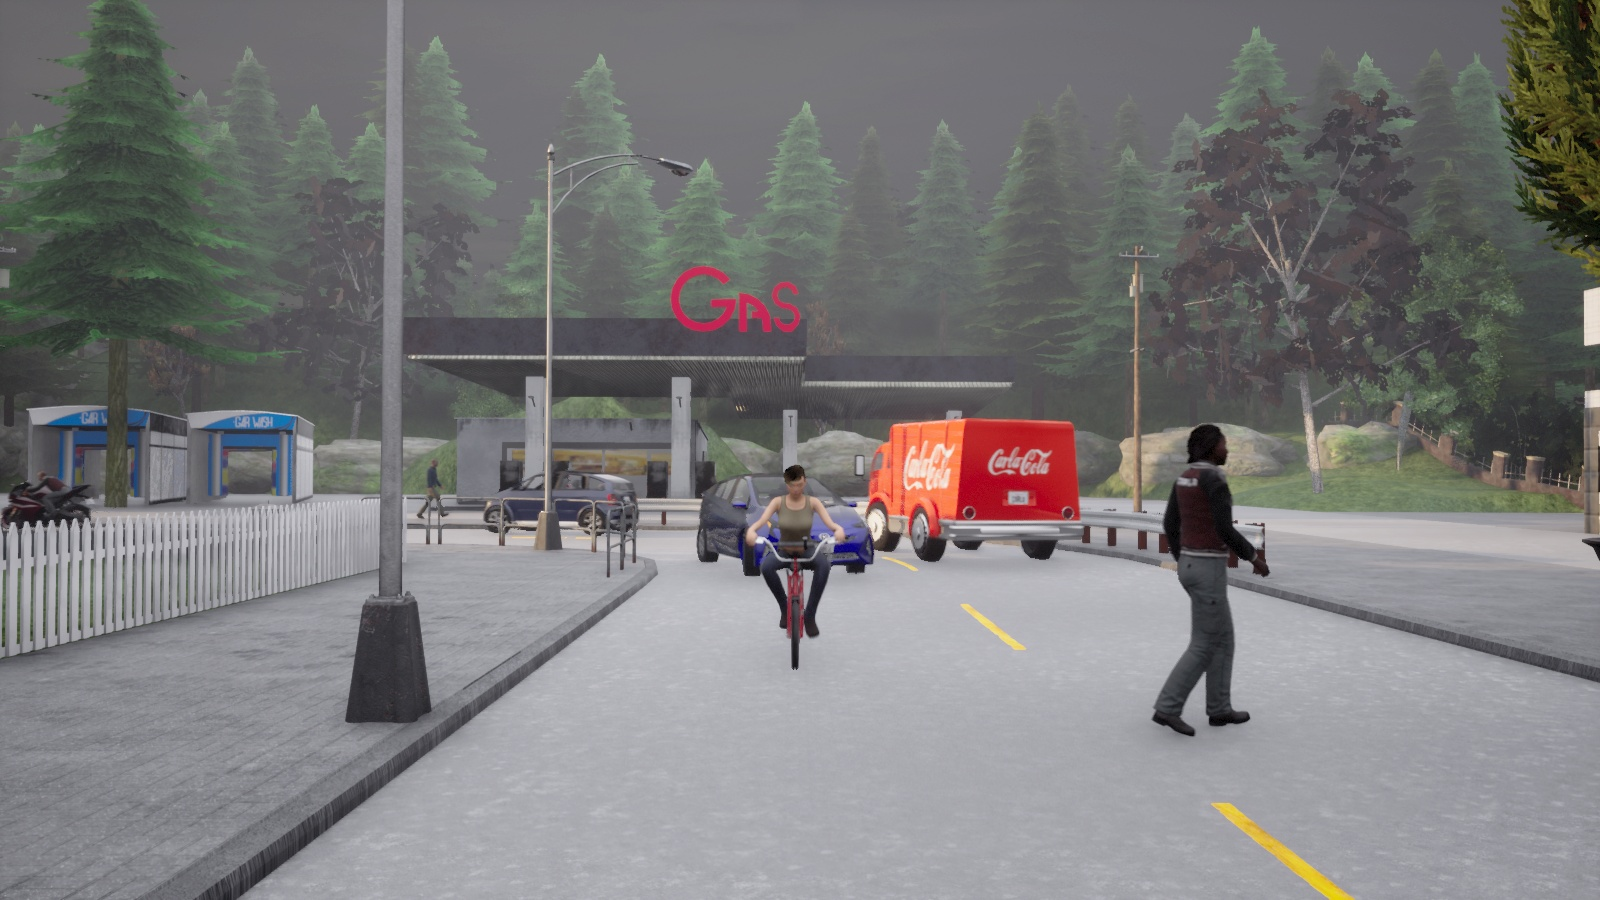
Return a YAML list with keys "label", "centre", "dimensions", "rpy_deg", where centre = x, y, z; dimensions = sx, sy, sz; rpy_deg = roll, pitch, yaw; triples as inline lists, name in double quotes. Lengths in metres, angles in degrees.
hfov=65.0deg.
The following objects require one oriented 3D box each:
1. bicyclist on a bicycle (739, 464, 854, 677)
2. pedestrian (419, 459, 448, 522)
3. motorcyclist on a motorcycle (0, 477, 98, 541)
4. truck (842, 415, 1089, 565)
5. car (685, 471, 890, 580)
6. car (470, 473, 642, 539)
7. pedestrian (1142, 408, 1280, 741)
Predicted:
- label: "bicyclist on a bicycle"
  centre: [-0.029, 0.923, 10.280]
  dimensions: [0.866, 1.612, 1.509]
  rpy_deg: [0, -1, 0]
- label: "pedestrian"
  centre: [-10.762, 1.185, 36.849]
  dimensions: [0.726, 1.842, 0.402]
  rpy_deg: [0, -1, -1]
- label: "motorcyclist on a motorcycle"
  centre: [-18.678, 1.444, 30.995]
  dimensions: [2.191, 1.530, 0.866]
  rpy_deg: [0, -1, 0]
- label: "truck"
  centre: [2.890, 0.711, 23.509]
  dimensions: [2.627, 2.467, 5.204]
  rpy_deg: [1, -1, -18]
- label: "car"
  centre: [-0.347, 1.099, 20.009]
  dimensions: [2.007, 1.525, 4.514]
  rpy_deg: [0, -1, -18]
- label: "car"
  centre: [-5.915, 1.331, 30.619]
  dimensions: [3.705, 1.549, 1.789]
  rpy_deg: [0, -1, 16]
- label: "pedestrian"
  centre: [2.447, 0.725, 7.517]
  dimensions: [0.666, 1.930, 0.402]
  rpy_deg: [0, -1, -4]
